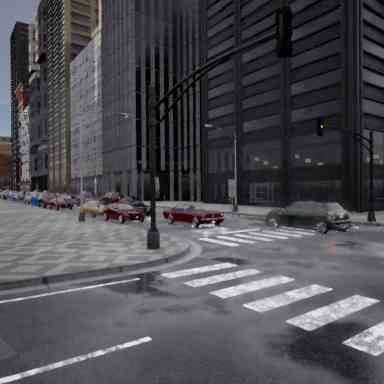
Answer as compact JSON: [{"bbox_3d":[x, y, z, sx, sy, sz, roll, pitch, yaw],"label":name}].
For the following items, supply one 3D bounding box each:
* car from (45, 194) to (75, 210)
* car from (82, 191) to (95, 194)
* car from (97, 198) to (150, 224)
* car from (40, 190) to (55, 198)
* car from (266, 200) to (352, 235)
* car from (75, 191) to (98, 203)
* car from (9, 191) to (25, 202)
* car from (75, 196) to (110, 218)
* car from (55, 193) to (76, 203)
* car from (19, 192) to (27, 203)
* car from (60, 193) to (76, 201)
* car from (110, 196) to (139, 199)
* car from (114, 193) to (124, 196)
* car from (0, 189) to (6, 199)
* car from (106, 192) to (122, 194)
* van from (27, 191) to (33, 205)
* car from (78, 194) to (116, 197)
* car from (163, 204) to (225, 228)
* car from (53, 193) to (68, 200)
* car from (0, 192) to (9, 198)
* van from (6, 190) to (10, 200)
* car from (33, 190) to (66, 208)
[{"bbox_3d":[-14.884,1.273,37.681,1.887,1.381,4.507,0,1,-36],"label":"car"},{"bbox_3d":[-15.898,1.062,49.133,2.128,1.511,4.902,-1,1,-35],"label":"car"},{"bbox_3d":[-4.982,1.414,24.017,1.887,1.381,4.507,0,1,-36],"label":"car"},{"bbox_3d":[-34.381,0.505,79.113,2.192,1.841,5.009,0,1,-36],"label":"car"},{"bbox_3d":[6.320,1.239,18.558,2.097,1.767,4.553,-1,1,-36],"label":"car"},{"bbox_3d":[-17.879,0.789,56.342,2.192,1.841,5.009,0,1,-36],"label":"car"},{"bbox_3d":[-31.386,0.901,60.453,1.967,1.590,4.097,0,1,-36],"label":"car"},{"bbox_3d":[-8.183,1.350,28.434,1.752,1.417,4.829,0,1,-36],"label":"car"},{"bbox_3d":[-21.902,0.966,57.334,2.128,1.511,4.902,-1,1,-36],"label":"car"},{"bbox_3d":[-24.786,1.123,51.345,2.008,1.369,4.403,0,1,-36],"label":"car"},{"bbox_3d":[-24.481,0.944,65.453,1.802,1.307,4.206,0,1,-36],"label":"car"},{"bbox_3d":[-5.247,1.367,29.079,1.994,1.385,4.181,-1,1,-36],"label":"car"},{"bbox_3d":[-7.979,1.195,42.681,1.947,1.339,4.313,0,1,-36],"label":"car"},{"bbox_3d":[-37.986,0.662,69.560,2.192,1.841,5.009,0,1,-36],"label":"car"},{"bbox_3d":[-11.279,0.894,47.234,2.192,1.841,5.009,0,1,-36],"label":"car"},{"bbox_3d":[-21.484,0.967,46.789,1.690,1.788,3.998,0,1,-36],"label":"van"},{"bbox_3d":[-10.740,1.272,36.662,2.033,1.411,5.357,-1,1,-36],"label":"car"},{"bbox_3d":[0.029,1.476,21.752,1.895,1.301,4.718,-1,1,-35],"label":"car"},{"bbox_3d":[-27.781,0.850,70.007,1.887,1.381,4.507,0,1,-36],"label":"car"},{"bbox_3d":[-44.588,0.775,78.670,1.887,1.381,4.507,0,1,-36],"label":"car"},{"bbox_3d":[-34.686,0.745,65.006,1.690,1.788,3.998,0,1,-36],"label":"van"},{"bbox_3d":[-18.184,0.993,42.234,2.192,1.841,5.009,0,1,-36],"label":"car"}]
